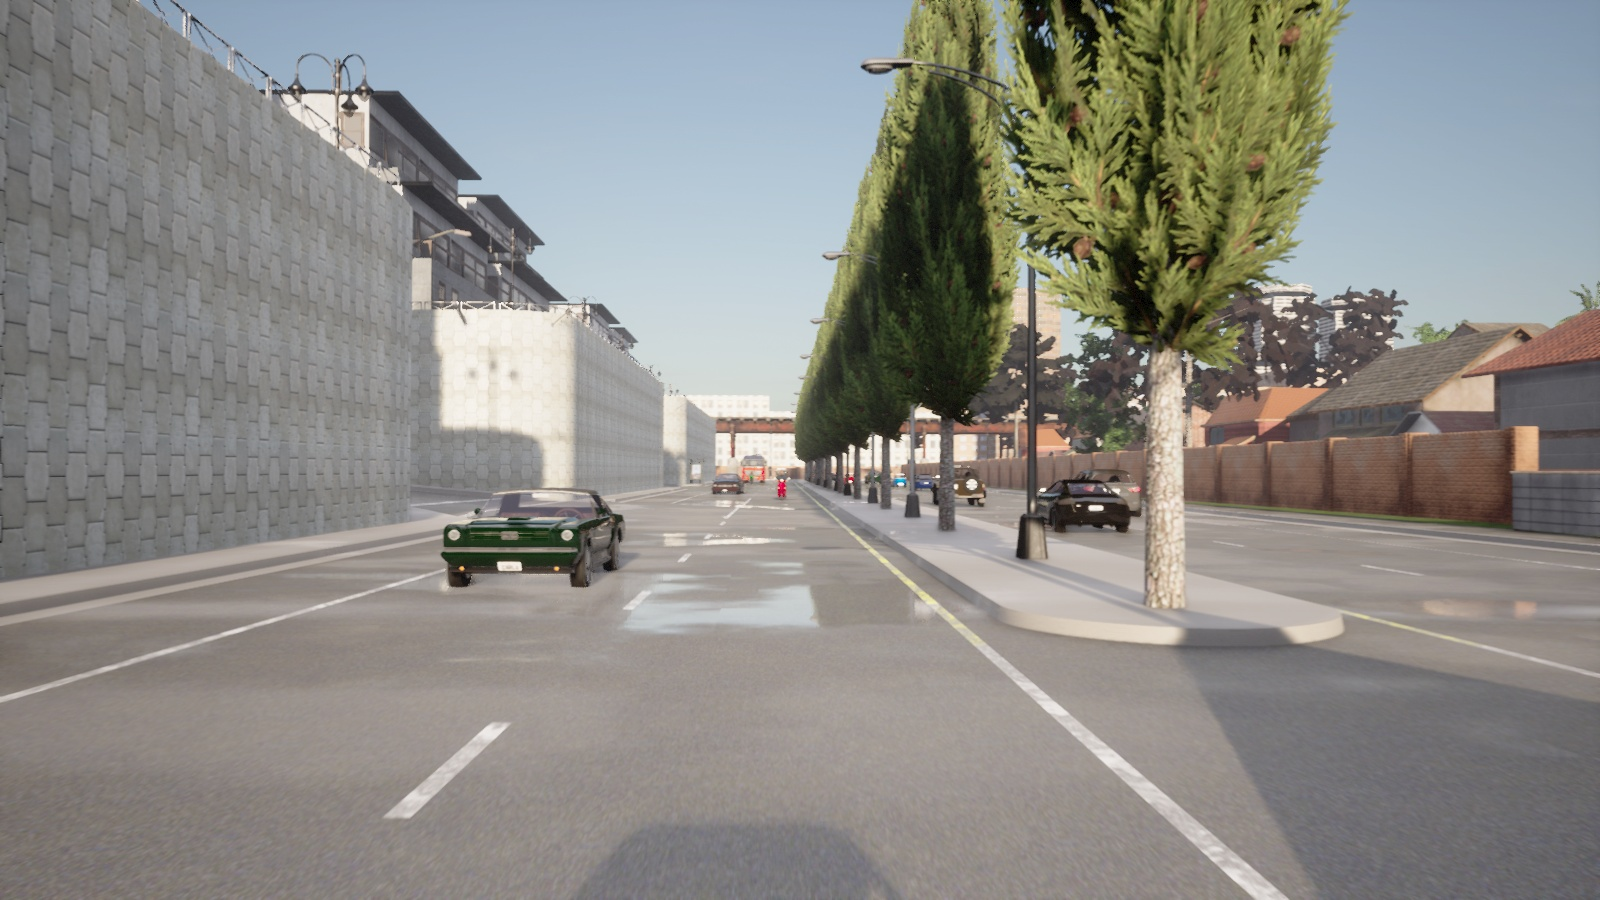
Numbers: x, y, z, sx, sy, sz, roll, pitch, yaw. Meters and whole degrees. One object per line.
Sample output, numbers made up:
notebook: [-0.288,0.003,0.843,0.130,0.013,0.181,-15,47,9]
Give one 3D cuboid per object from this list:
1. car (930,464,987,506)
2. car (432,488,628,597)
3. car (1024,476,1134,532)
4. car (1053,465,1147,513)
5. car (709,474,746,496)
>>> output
car: [7.160,1.564,57.147,1.932,1.855,4.605,0,-1,-1]
car: [-3.736,1.239,18.243,1.895,1.301,4.718,0,-1,-1]
car: [7.517,1.422,34.201,1.994,1.385,4.181,0,-1,-1]
car: [10.837,1.383,45.768,2.242,1.667,4.611,0,-1,-1]
car: [-4.781,2.289,83.418,2.033,1.411,5.357,0,-1,2]
